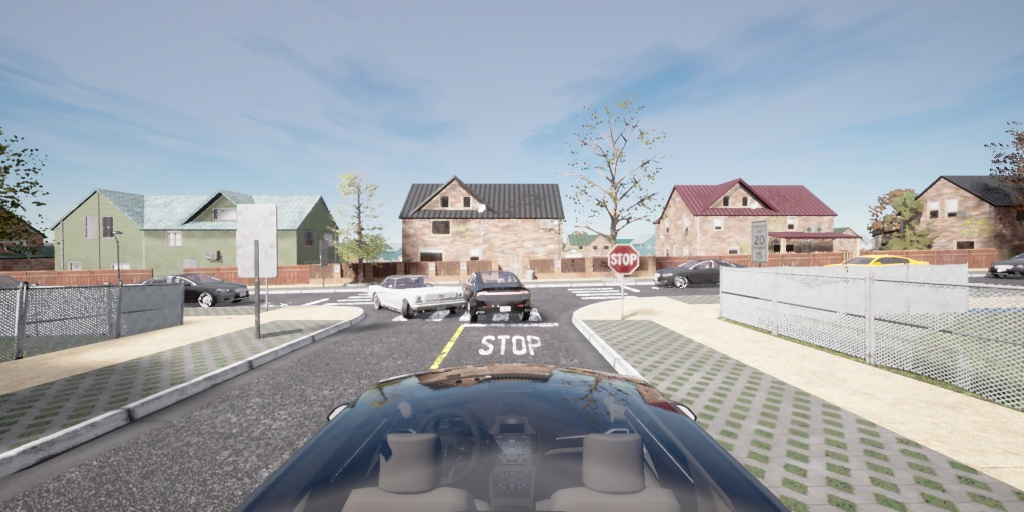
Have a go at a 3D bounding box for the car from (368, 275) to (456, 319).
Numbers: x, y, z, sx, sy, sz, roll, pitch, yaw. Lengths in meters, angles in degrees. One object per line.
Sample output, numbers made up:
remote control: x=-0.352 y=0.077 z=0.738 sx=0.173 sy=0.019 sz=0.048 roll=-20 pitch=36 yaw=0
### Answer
car: x=-3.605 y=1.368 z=13.078 sx=1.895 sy=1.301 sz=4.718 roll=0 pitch=0 yaw=-38

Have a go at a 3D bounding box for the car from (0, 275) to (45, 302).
car: x=-24.244 y=1.648 z=16.528 sx=4.553 sy=1.767 sz=2.097 roll=-1 pitch=1 yaw=0

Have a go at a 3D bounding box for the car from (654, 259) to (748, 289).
car: x=10.325 y=0.926 z=19.630 sx=4.902 sy=1.511 sz=2.128 roll=-1 pitch=1 yaw=0

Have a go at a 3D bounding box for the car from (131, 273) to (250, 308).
car: x=-14.907 y=1.567 z=16.571 sx=4.902 sy=1.511 sz=2.128 roll=-1 pitch=1 yaw=0

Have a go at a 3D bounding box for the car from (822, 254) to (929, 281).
car: x=19.756 y=0.691 z=19.669 sx=5.008 sy=1.535 sz=1.882 roll=-1 pitch=1 yaw=-1

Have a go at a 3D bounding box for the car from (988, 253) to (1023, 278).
car: x=29.380 y=0.478 z=19.707 sx=4.902 sy=1.511 sz=2.128 roll=-1 pitch=1 yaw=0

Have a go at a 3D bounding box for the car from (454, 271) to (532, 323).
car: x=-0.690 y=1.243 z=12.219 sx=2.128 sy=1.511 sz=4.902 roll=0 pitch=0 yaw=-12
